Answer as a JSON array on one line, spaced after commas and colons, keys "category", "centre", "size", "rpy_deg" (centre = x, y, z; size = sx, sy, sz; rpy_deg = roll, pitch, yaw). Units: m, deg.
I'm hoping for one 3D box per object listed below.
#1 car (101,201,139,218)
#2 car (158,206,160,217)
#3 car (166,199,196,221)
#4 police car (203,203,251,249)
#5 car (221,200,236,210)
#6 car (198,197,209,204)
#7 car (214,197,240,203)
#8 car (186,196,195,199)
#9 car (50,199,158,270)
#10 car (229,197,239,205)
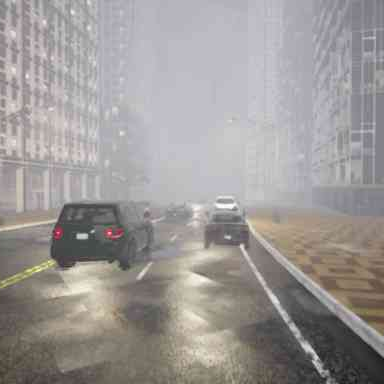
[{"category": "car", "centre": [-7.247, 1.735, 34.019], "size": [2.033, 1.411, 5.357], "rpy_deg": [0, 0, 8]}, {"category": "car", "centre": [-4.405, 1.533, 30.673], "size": [2.097, 1.767, 4.553], "rpy_deg": [0, 0, 8]}, {"category": "car", "centre": [-1.073, 1.680, 29.662], "size": [2.128, 1.511, 4.902], "rpy_deg": [0, 0, 7]}, {"category": "police car", "centre": [1.539, 1.531, 15.256], "size": [1.930, 1.638, 5.238], "rpy_deg": [0, 0, 4]}, {"category": "car", "centre": [5.436, 1.936, 49.118], "size": [1.895, 1.301, 4.718], "rpy_deg": [0, 0, 11]}, {"category": "car", "centre": [2.470, 1.870, 70.637], "size": [1.837, 1.490, 4.892], "rpy_deg": [0, 0, 7]}, {"category": "car", "centre": [3.160, 1.438, 30.697], "size": [2.150, 2.045, 5.566], "rpy_deg": [0, 0, 8]}, {"category": "car", "centre": [-0.306, 1.740, 75.068], "size": [2.097, 1.767, 4.553], "rpy_deg": [0, 0, 6]}, {"category": "car", "centre": [-2.773, 1.291, 11.496], "size": [2.150, 2.045, 5.566], "rpy_deg": [0, 0, 3]}, {"category": "car", "centre": [8.612, 1.851, 68.068], "size": [1.882, 1.535, 5.008], "rpy_deg": [0, 0, 7]}]
